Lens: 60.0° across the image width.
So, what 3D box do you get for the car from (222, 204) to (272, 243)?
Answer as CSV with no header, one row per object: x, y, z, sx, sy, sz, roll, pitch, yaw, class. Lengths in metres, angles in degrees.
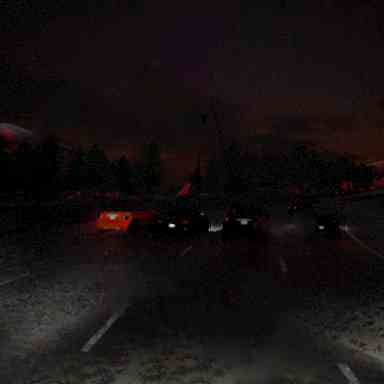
2.890,1.380,16.691,2.097,1.767,4.553,0,0,16,car

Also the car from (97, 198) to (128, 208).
-11.895,1.596,49.958,1.994,1.385,4.181,0,0,34,car

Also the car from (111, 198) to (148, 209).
-8.964,1.585,48.182,2.033,1.411,5.357,0,0,35,car

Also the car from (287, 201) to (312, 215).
11.630,1.620,34.702,2.033,1.411,5.357,0,0,36,car

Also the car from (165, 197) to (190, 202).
-2.310,1.536,51.332,1.882,1.535,5.008,0,0,38,car

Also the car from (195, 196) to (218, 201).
2.246,1.421,51.420,2.097,1.767,4.553,0,0,39,car

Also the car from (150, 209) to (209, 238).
-0.391,1.585,17.887,1.994,1.385,4.181,0,0,16,car

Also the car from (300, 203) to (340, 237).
7.147,1.567,18.559,1.812,1.442,4.674,0,0,19,car

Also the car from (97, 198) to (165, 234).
-3.559,1.367,19.473,2.097,1.767,4.553,0,0,16,car
